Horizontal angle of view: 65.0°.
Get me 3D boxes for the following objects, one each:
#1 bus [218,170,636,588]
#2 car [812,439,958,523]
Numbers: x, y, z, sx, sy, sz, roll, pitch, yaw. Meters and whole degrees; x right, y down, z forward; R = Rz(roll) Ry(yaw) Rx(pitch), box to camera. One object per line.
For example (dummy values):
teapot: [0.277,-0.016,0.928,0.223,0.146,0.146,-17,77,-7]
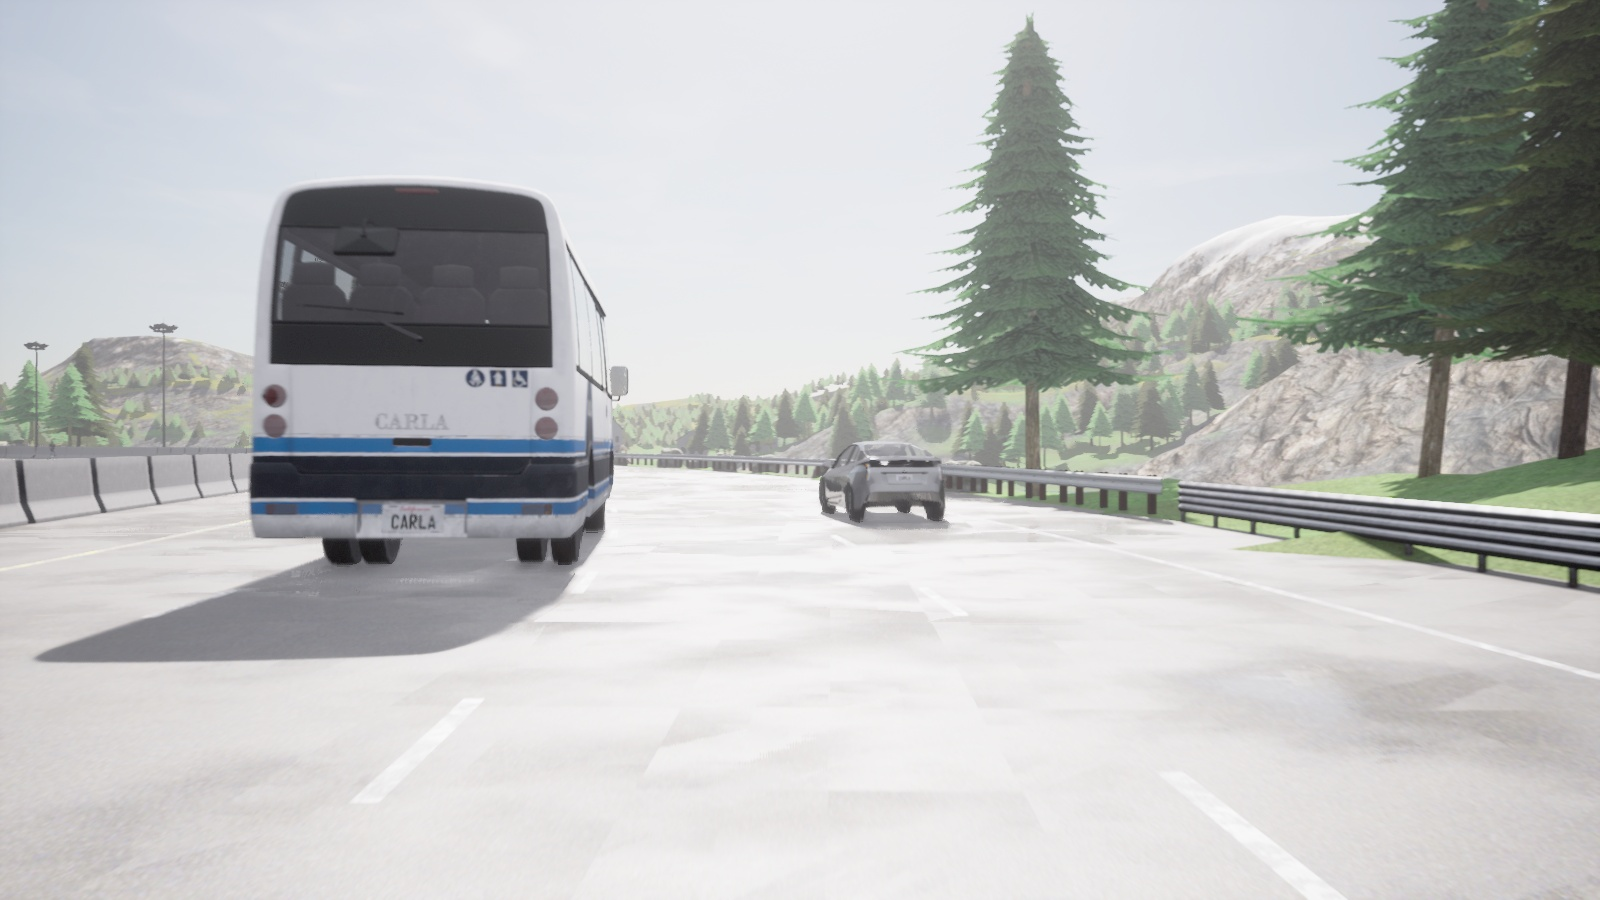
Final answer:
bus: [-4.497,-0.734,18.097,3.944,4.253,10.273,0,0,-6]
car: [1.595,0.552,25.257,2.007,1.525,4.514,0,0,-8]
